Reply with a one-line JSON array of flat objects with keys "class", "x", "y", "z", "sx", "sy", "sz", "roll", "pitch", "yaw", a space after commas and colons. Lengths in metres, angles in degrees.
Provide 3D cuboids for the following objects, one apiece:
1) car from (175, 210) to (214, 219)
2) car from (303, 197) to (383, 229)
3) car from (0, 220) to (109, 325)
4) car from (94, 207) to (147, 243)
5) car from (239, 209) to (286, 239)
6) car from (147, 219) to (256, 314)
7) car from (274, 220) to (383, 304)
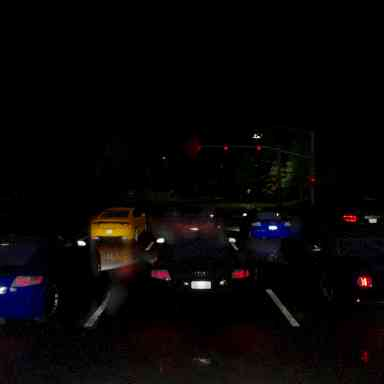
[{"class": "car", "x": 0.104, "y": 1.564, "z": 16.117, "sx": 1.994, "sy": 1.385, "sz": 4.181, "roll": 0, "pitch": 0, "yaw": 0}, {"class": "car", "x": 7.104, "y": 1.222, "z": 15.747, "sx": 2.150, "sy": 2.045, "sz": 5.566, "roll": 0, "pitch": 0, "yaw": 0}, {"class": "car", "x": -3.397, "y": 1.564, "z": 7.252, "sx": 1.994, "sy": 1.385, "sz": 4.181, "roll": 0, "pitch": 0, "yaw": 0}, {"class": "car", "x": -3.397, "y": 1.478, "z": 16.183, "sx": 1.882, "sy": 1.535, "sz": 5.008, "roll": 0, "pitch": 0, "yaw": 0}, {"class": "car", "x": 3.604, "y": 1.564, "z": 16.822, "sx": 1.994, "sy": 1.385, "sz": 4.181, "roll": 0, "pitch": 0, "yaw": 0}, {"class": "car", "x": 0.116, "y": 1.564, "z": 7.713, "sx": 1.994, "sy": 1.385, "sz": 4.181, "roll": 0, "pitch": 0, "yaw": -1}, {"class": "car", "x": 3.602, "y": 1.601, "z": 8.065, "sx": 1.895, "sy": 1.301, "sz": 4.718, "roll": 0, "pitch": 0, "yaw": 0}]
